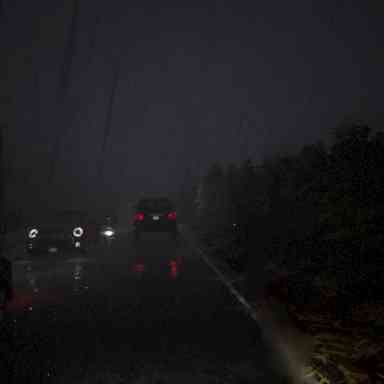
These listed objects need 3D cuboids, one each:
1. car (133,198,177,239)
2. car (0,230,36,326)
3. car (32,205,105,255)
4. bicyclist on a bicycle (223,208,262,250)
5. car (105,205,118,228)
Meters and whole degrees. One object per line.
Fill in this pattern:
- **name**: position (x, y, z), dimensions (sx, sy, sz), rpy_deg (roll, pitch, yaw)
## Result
- **car**: position (-2.044, 1.339, 18.362), dimensions (2.150, 2.045, 5.566), rpy_deg (-1, 0, -7)
- **car**: position (-4.032, 1.587, 4.271), dimensions (2.128, 1.511, 4.902), rpy_deg (-1, 0, -7)
- **car**: position (-5.251, 1.513, 14.141), dimensions (2.097, 1.767, 4.553), rpy_deg (-1, 0, -7)
- **bicyclist on a bicycle**: position (2.016, 1.461, 13.143), dimensions (1.656, 1.620, 0.582), rpy_deg (-2, 0, -7)
- **car**: position (-6.486, 1.733, 24.330), dimensions (1.837, 1.490, 4.892), rpy_deg (-1, 0, -7)
